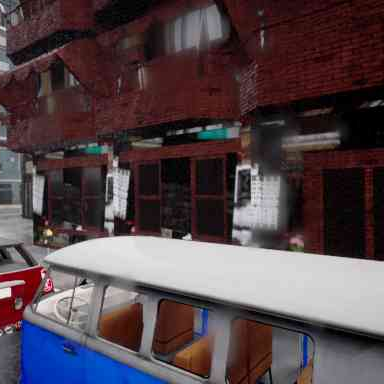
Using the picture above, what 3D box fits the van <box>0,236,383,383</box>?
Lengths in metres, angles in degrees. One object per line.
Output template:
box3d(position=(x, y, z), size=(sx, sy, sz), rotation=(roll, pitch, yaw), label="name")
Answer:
box3d(position=(0.286, 1.341, 2.530), size=(3.998, 1.788, 1.690), rotation=(0, -1, 35), label="van")
